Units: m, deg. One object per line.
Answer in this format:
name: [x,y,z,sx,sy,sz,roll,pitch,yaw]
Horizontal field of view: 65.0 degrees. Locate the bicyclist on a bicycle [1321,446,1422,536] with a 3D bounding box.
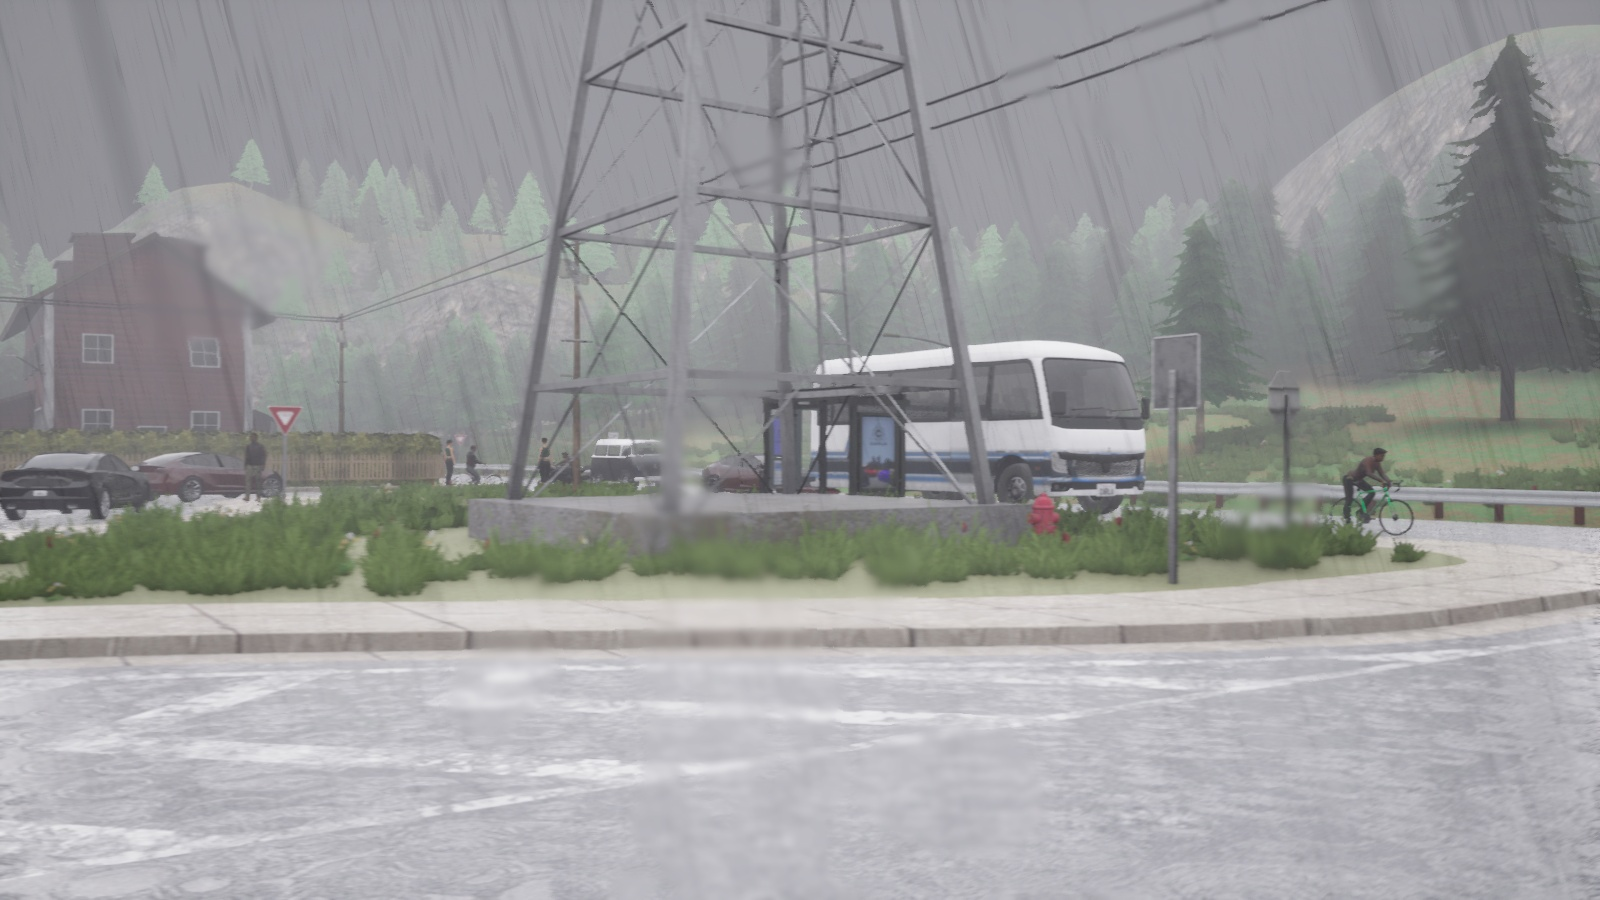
bicyclist on a bicycle: [10.639,0.733,23.430,0.582,1.620,1.656,0,0,-34]

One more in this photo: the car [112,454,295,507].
car: [-18.133,0.877,38.426,2.163,1.488,4.792,0,0,24]

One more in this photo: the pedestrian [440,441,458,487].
pedestrian: [-14.024,0.553,50.177,0.345,1.836,0.594,0,0,39]

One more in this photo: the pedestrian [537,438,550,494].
pedestrian: [-8.485,0.520,41.568,0.345,1.836,0.594,0,0,-20]

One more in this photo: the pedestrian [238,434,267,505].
pedestrian: [-14.425,0.512,33.078,0.431,1.840,0.703,0,0,2]

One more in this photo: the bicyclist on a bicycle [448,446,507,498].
bicyclist on a bicycle: [-11.217,0.746,43.701,1.843,1.776,0.659,0,0,-36]

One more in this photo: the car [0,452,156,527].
car: [-16.402,0.827,28.593,1.882,1.535,5.008,0,0,-12]

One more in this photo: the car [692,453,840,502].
car: [-1.179,0.847,40.946,2.163,1.488,4.792,0,0,-44]

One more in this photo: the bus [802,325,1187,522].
bus: [4.552,-0.562,32.513,3.944,4.253,10.273,0,0,-34]

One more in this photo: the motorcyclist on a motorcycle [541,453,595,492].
motorcyclist on a motorcycle: [-9.028,0.866,48.763,2.044,1.523,0.797,0,0,-12]

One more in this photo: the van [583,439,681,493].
van: [-6.632,0.603,49.204,2.069,2.038,4.480,0,0,-34]
